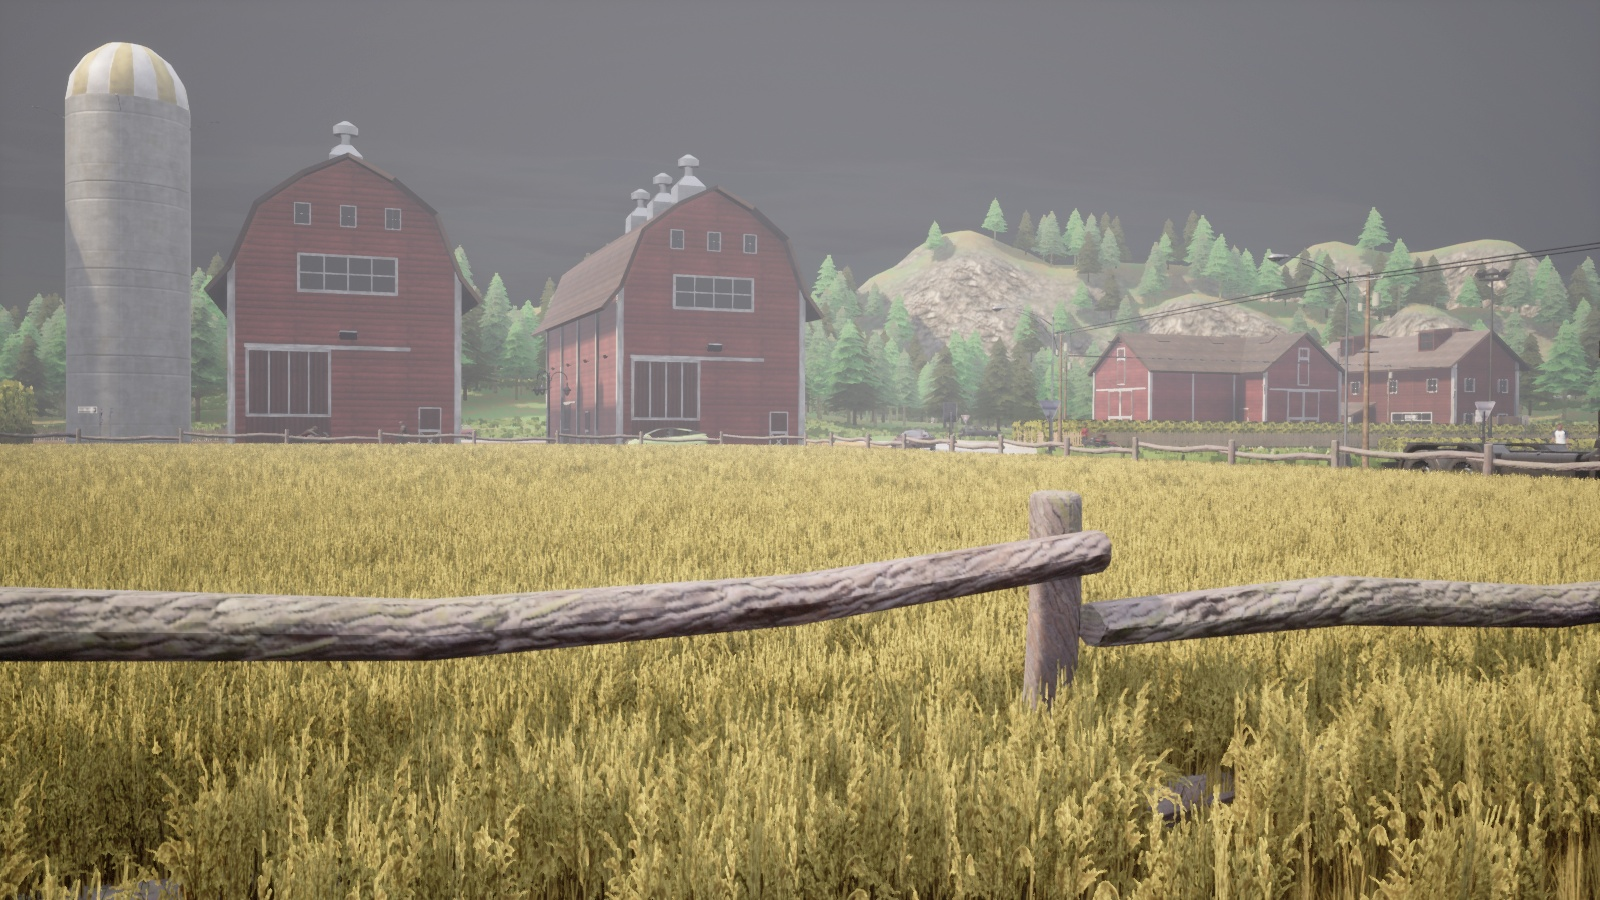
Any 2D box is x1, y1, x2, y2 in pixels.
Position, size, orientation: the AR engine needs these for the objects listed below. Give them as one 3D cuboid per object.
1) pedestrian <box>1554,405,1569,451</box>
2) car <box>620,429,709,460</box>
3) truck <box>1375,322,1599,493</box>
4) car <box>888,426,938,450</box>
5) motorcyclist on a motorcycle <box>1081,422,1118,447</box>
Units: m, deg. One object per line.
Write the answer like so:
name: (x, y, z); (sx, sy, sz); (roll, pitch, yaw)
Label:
pedestrian: (30.618, -0.870, 50.514); (0.354, 1.836, 0.706); (0, 1, 45)
car: (-7.192, -0.308, 66.492); (4.514, 1.525, 2.007); (-1, 1, -12)
truck: (16.877, -0.900, 27.619); (2.891, 3.462, 7.936); (-1, 1, -21)
car: (7.389, -0.783, 81.540); (1.812, 1.442, 4.674); (-1, 1, 24)
motorcyclist on a motorcycle: (20.520, -1.058, 86.069); (2.350, 1.649, 0.766); (-1, 0, -7)
